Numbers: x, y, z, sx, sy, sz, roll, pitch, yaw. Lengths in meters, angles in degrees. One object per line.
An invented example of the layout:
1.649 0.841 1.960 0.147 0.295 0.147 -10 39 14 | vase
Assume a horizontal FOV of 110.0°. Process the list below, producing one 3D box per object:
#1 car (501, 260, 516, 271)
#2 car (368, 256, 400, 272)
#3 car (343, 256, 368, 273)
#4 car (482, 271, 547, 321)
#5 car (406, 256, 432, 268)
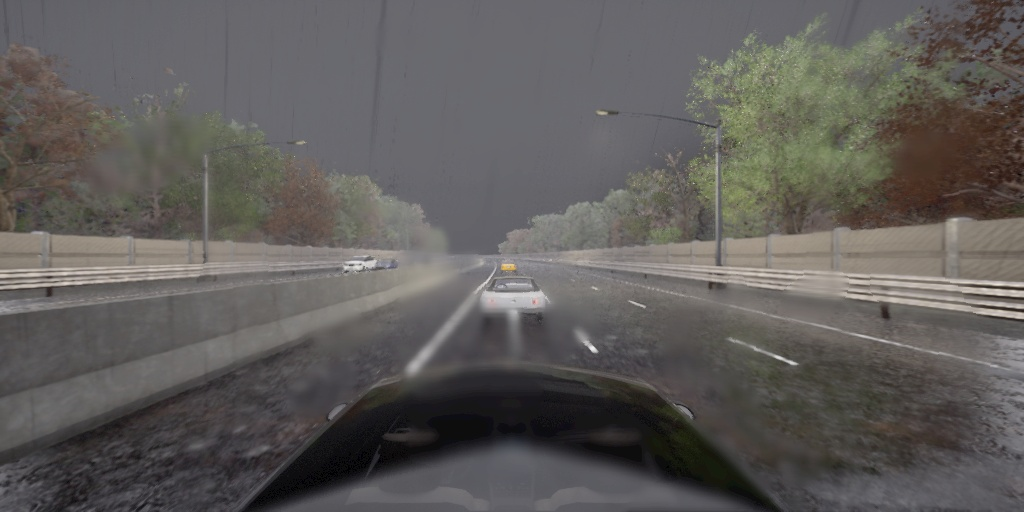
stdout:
-0.437 1.219 44.702 1.801 1.575 5.366 0 0 -1 | car
-14.558 1.112 41.644 2.097 1.767 4.553 0 0 -1 | car
-18.089 0.981 43.017 2.150 2.045 5.566 0 0 -1 | car
0.059 1.354 12.422 1.895 1.301 4.718 0 0 0 | car
-11.095 0.982 43.264 2.150 2.045 5.566 0 0 -1 | car
